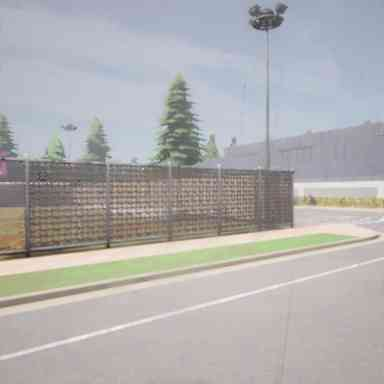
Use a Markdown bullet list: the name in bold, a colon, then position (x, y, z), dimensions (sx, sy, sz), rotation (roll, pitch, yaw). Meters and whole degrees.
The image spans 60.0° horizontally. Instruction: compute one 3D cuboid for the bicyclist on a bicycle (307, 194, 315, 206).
- **bicyclist on a bicycle**: position (15.137, 1.035, 42.347), dimensions (1.656, 1.620, 0.582), rotation (-1, 1, -35)
